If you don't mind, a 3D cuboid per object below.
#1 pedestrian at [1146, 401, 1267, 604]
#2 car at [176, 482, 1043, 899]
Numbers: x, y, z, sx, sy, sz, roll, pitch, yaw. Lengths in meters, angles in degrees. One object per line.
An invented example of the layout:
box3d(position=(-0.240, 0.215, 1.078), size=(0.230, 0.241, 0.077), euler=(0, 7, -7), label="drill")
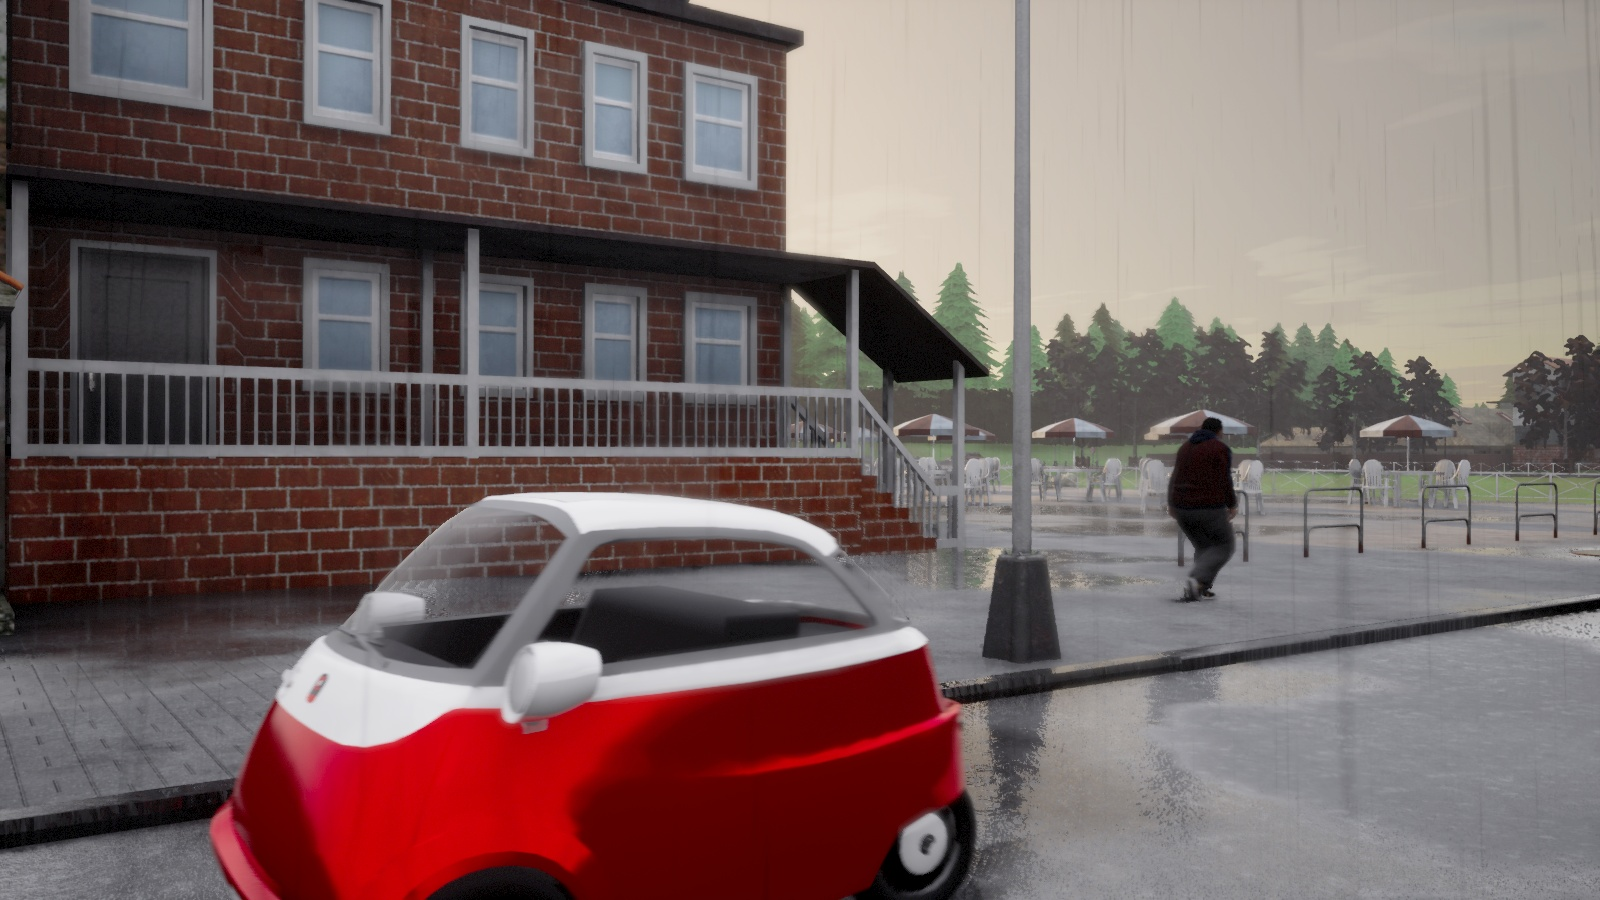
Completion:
box3d(position=(3.833, 0.476, 11.857), size=(0.899, 1.844, 0.634), euler=(0, 0, -28), label="pedestrian")
box3d(position=(-0.578, 0.810, 3.864), size=(2.207, 1.376, 1.481), euler=(0, 0, -35), label="car")
